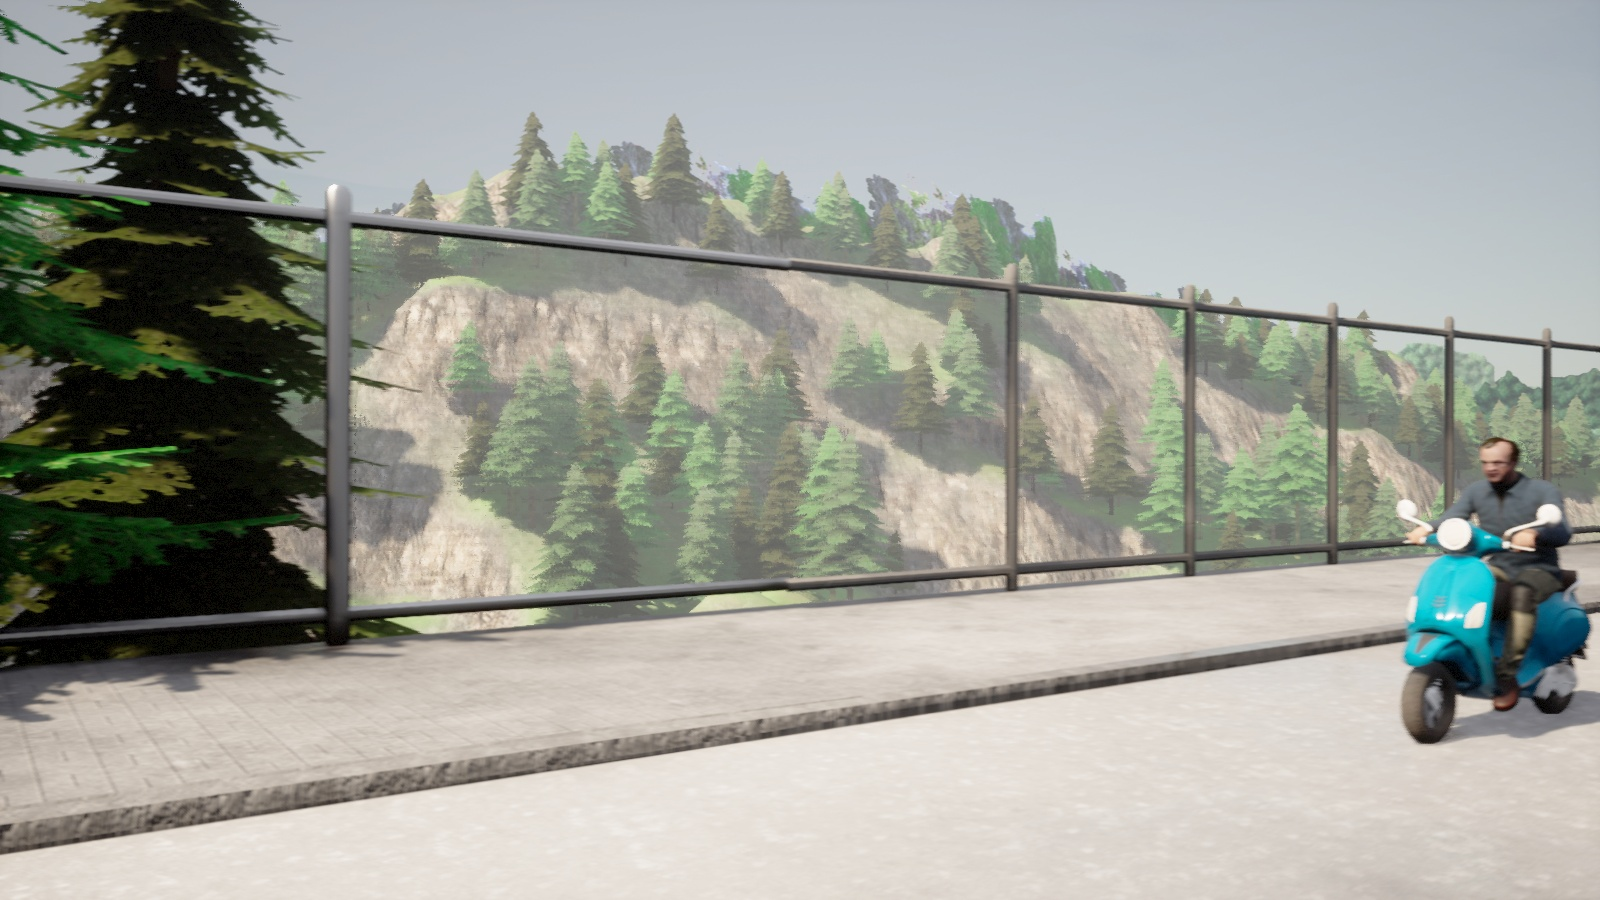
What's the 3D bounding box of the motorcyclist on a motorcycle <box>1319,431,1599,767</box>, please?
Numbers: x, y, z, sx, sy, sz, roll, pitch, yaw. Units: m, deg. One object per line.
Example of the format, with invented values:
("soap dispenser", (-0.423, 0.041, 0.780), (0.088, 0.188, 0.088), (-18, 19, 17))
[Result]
("motorcyclist on a motorcycle", (3.755, 0.707, 6.827), (1.817, 1.590, 0.866), (0, 0, -34))
